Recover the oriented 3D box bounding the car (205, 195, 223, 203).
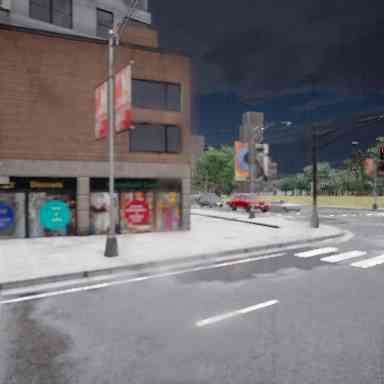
[{"bbox_3d":[4.493,1.412,67.982,1.994,1.385,4.181,0,0,-21],"label":"car"}]

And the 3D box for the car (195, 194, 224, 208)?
[{"bbox_3d":[2.634,1.405,45.767,2.128,1.511,4.902,0,0,-21],"label":"car"}]

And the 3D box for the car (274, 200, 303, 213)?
[{"bbox_3d":[9.892,1.524,36.229,1.895,1.301,4.718,0,0,-22],"label":"car"}]

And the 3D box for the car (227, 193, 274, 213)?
[{"bbox_3d":[6.207,1.152,36.669,2.150,2.045,5.566,0,0,-21],"label":"car"}]

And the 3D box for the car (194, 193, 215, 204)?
[{"bbox_3d":[2.777,1.110,54.324,2.150,2.045,5.566,0,0,-21],"label":"car"}]

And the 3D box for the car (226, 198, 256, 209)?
[{"bbox_3d":[6.525,1.507,44.750,1.895,1.301,4.718,0,0,-21],"label":"car"}]

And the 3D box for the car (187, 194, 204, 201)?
[{"bbox_3d":[0.835,1.276,77.298,2.033,1.411,5.357,0,0,-21],"label":"car"}]

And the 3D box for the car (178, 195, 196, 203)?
[{"bbox_3d":[-0.994,1.349,64.099,1.882,1.535,5.008,0,0,-21],"label":"car"}]

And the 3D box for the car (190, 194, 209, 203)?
[{"bbox_3d":[1.478,1.211,66.765,2.097,1.767,4.553,0,0,-21],"label":"car"}]

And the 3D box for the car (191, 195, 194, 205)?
[{"bbox_3d":[-1.086,1.401,55.279,1.837,1.490,4.892,0,0,-21],"label":"car"}]
